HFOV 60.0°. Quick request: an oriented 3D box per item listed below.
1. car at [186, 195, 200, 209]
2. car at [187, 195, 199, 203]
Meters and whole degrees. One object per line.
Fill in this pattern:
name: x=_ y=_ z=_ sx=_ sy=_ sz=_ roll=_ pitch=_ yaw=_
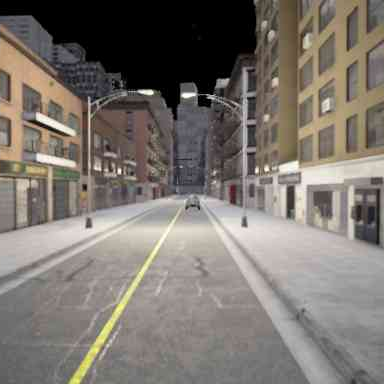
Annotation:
car: x=0.121 y=1.392 z=41.891 sx=2.033 sy=1.411 sz=5.357 roll=0 pitch=0 yaw=0
car: x=0.134 y=1.259 z=63.044 sx=2.128 sy=1.511 sz=4.902 roll=0 pitch=0 yaw=0
